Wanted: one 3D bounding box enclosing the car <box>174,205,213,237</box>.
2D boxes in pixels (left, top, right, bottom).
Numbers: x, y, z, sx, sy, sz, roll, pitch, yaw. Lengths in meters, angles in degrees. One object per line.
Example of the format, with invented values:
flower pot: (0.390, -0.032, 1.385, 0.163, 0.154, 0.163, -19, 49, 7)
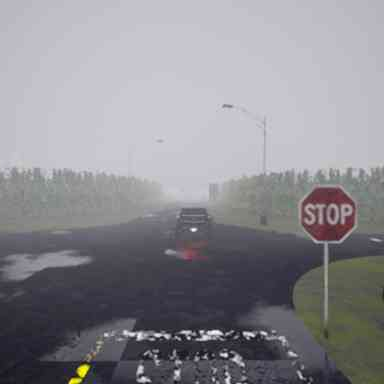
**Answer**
car: (0.089, 1.492, 18.059, 1.837, 1.490, 4.892, 0, 0, 0)
